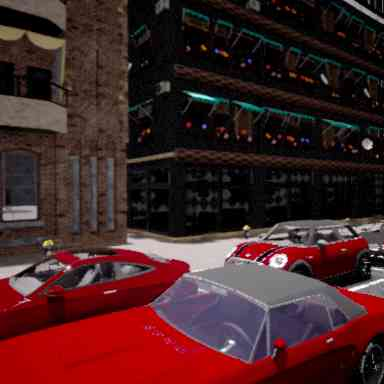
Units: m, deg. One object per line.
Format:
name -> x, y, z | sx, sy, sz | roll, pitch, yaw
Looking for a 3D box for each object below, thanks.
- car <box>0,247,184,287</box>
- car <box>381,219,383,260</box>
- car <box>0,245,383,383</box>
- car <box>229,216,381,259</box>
car -> -1.820, 1.589, 5.233 | 4.206, 1.307, 1.802 | 0, -1, -35
car -> 7.302, 1.608, 11.737 | 4.403, 1.369, 2.008 | 0, -1, -35
car -> 0.400, 1.612, 3.655 | 4.718, 1.301, 1.895 | 0, 0, -35
car -> 2.740, 1.472, 8.487 | 4.097, 1.590, 1.967 | 0, -1, -35
